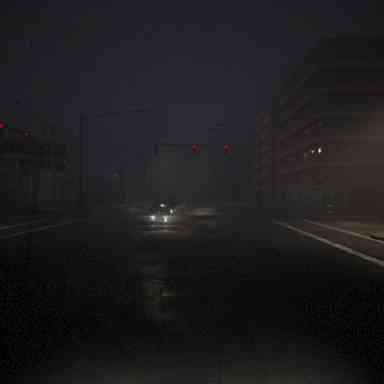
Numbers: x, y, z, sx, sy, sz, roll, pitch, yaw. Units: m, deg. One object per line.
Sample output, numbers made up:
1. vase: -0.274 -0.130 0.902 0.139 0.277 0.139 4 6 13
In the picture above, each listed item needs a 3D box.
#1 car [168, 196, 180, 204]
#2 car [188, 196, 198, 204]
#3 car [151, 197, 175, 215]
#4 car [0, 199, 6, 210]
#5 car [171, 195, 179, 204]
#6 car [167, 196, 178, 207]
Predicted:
1. car: -3.393 1.564 62.555 1.994 1.385 4.181 0 0 0
2. car: 0.248 1.526 64.987 1.812 1.442 4.674 0 0 0
3. car: -3.174 1.547 34.701 2.033 1.411 5.357 0 0 -1
4. car: -24.053 1.456 38.905 3.806 1.475 1.970 0 0 1
5. car: -3.331 1.352 52.538 2.097 1.767 4.553 0 0 0
6. car: -3.256 1.564 43.942 1.994 1.385 4.181 0 0 0
